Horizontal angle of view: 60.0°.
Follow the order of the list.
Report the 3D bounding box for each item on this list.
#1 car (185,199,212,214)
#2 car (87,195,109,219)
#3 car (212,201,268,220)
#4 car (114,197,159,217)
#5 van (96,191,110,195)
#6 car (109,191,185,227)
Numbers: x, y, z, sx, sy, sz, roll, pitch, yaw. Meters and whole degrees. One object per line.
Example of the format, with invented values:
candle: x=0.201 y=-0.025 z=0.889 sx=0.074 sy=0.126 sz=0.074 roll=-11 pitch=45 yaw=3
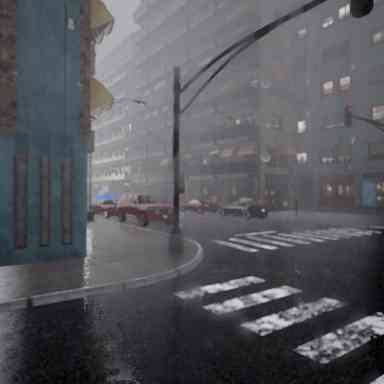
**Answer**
car: x=0.603 y=1.257 z=29.890 sx=1.802 sy=1.307 sz=4.206 roll=1 pitch=0 yaw=-36
car: x=-6.212 y=1.166 z=25.015 sx=1.887 sy=1.381 sz=4.507 roll=1 pitch=0 yaw=-36
car: x=3.865 y=1.322 z=25.375 sx=1.947 sy=1.339 sz=4.313 roll=1 pitch=0 yaw=-36
car: x=-4.637 y=1.189 z=27.239 sx=1.994 sy=1.385 sz=4.181 roll=0 pitch=1 yaw=-36
van: x=-12.440 y=0.696 z=47.953 sx=1.690 sy=1.788 sz=3.998 roll=1 pitch=0 yaw=-36
car: x=-2.944 y=1.017 z=20.499 sx=2.192 sy=1.841 sz=5.009 roll=1 pitch=0 yaw=-36
